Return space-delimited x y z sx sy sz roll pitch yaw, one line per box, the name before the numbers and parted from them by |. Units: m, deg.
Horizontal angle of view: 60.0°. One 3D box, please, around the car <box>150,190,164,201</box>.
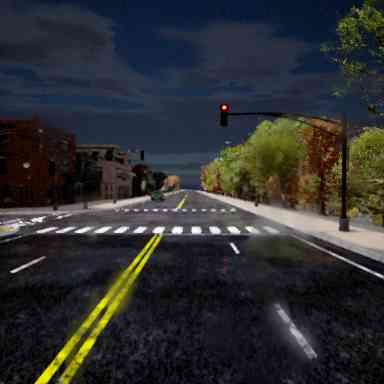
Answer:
car | -6.590 0.706 63.431 2.150 2.045 5.566 0 2 0
